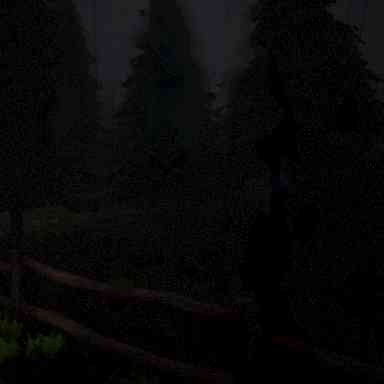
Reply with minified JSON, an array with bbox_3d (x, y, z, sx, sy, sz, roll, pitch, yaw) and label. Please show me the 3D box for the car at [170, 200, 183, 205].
[{"bbox_3d":[-2.726,1.591,37.117,4.181,1.385,1.994,0,0,-13],"label":"car"}]
